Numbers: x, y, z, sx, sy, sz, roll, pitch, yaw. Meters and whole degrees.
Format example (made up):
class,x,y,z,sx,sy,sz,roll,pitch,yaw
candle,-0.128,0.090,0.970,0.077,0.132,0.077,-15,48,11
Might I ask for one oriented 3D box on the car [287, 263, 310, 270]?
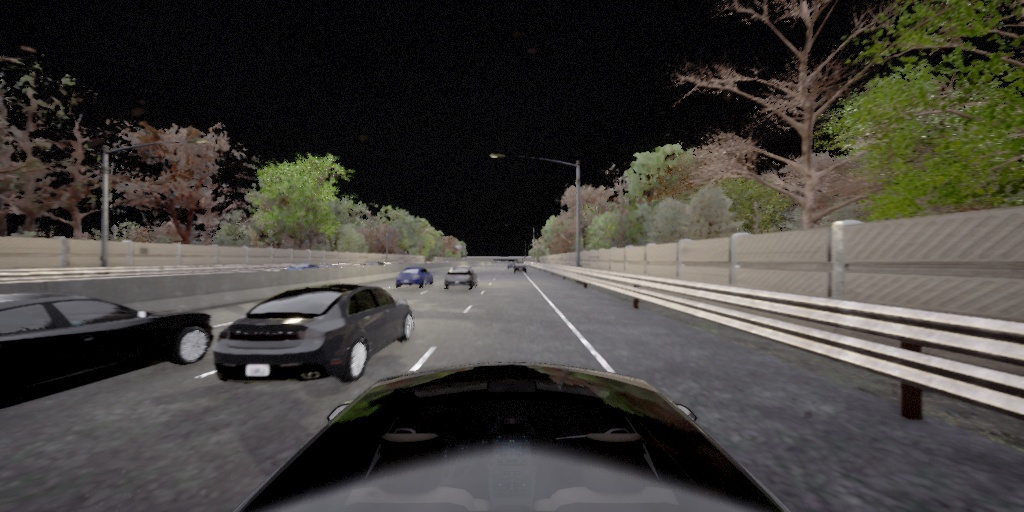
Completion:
class,x,y,z,sx,sy,sz,roll,pitch,yaw
car,-24.585,1.606,42.629,1.882,1.535,5.008,0,-1,0

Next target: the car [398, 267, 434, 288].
class,x,y,z,sx,sy,sz,roll,pitch,yaw
car,-6.910,1.497,25.756,1.812,1.442,4.674,0,-1,0

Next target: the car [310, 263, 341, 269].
class,x,y,z,sx,sy,sz,roll,pitch,yaw
car,-21.092,1.685,41.759,1.994,1.385,4.181,0,-1,0

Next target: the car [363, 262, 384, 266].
class,x,y,z,sx,sy,sz,roll,pitch,yaw
car,-17.586,1.511,45.518,2.097,1.767,4.553,0,-1,0

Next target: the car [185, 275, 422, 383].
class,x,y,z,sx,sy,sz,roll,pitch,yaw
car,-3.402,1.305,7.221,1.837,1.490,4.892,0,-1,0

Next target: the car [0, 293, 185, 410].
class,x,y,z,sx,sy,sz,roll,pitch,yaw
car,-6.901,1.258,5.133,1.882,1.535,5.008,0,-1,0

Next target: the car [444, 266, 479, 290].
class,x,y,z,sx,sy,sz,roll,pitch,yaw
car,-3.410,1.453,24.693,2.128,1.511,4.902,0,-1,0

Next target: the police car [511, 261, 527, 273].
class,x,y,z,sx,sy,sz,roll,pitch,yaw
police car,1.202,1.662,52.682,1.930,1.638,5.238,0,-1,0
